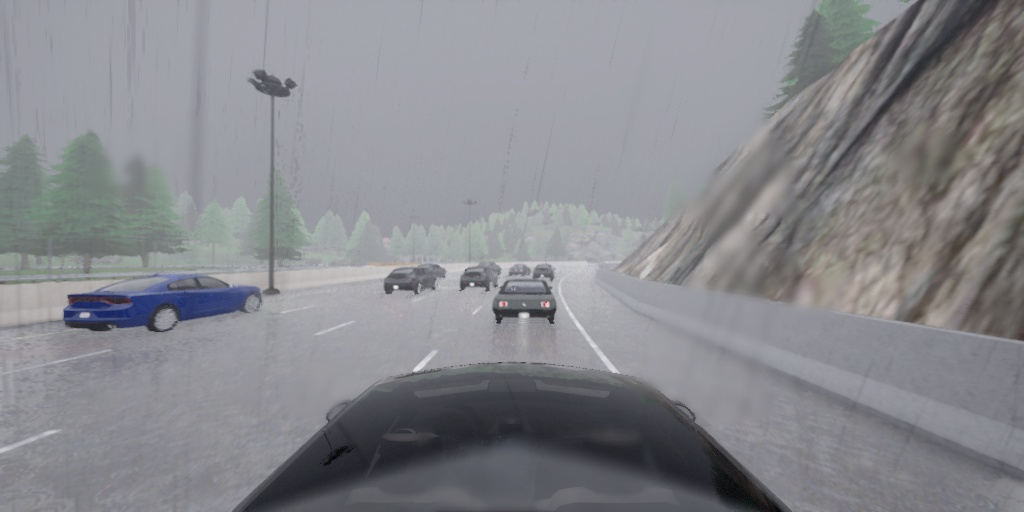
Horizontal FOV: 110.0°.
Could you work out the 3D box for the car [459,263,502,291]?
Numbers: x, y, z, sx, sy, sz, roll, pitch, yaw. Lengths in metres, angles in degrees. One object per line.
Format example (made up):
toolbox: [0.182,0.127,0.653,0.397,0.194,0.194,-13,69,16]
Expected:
car: [-2.050,1.415,23.199,1.837,1.490,4.892,0,-1,6]

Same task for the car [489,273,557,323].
car: [0.489,1.434,12.526,1.895,1.301,4.718,0,0,3]

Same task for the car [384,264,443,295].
car: [-5.798,1.393,21.063,1.837,1.490,4.892,0,0,6]

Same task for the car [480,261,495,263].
car: [-2.621,1.398,41.029,2.097,1.767,4.553,0,0,12]

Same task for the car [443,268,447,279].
car: [-7.593,1.487,33.741,1.837,1.490,4.892,0,0,9]

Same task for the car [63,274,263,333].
car: [-10.093,1.282,11.054,1.882,1.535,5.008,0,0,3]

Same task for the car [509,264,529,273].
car: [0.962,1.602,41.256,2.033,1.411,5.357,0,0,12]

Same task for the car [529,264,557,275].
car: [3.071,1.505,33.794,1.837,1.490,4.892,0,0,10]
